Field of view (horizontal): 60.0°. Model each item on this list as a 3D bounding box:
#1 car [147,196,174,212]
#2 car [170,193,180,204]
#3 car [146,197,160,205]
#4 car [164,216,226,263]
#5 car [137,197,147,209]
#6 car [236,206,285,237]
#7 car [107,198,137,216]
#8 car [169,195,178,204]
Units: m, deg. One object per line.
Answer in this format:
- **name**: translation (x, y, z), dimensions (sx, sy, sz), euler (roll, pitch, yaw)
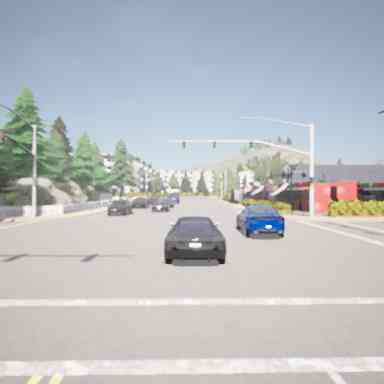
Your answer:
- **car**: translation (-3.590, 1.509, 38.818), dimensions (2.128, 1.511, 4.902), euler (0, 0, 0)
- **car**: translation (-3.513, 1.250, 64.856), dimensions (2.150, 2.045, 5.566), euler (0, 0, 0)
- **car**: translation (-7.047, 1.589, 60.619), dimensions (1.994, 1.385, 4.181), euler (0, 0, 1)
- **car**: translation (0.100, 1.555, 11.900), dimensions (1.994, 1.385, 4.181), euler (0, 0, 0)
- **car**: translation (-7.092, 1.498, 45.680), dimensions (1.882, 1.535, 5.008), euler (0, 0, 0)
- **car**: translation (3.596, 1.473, 18.085), dimensions (1.882, 1.535, 5.008), euler (0, 0, 0)
- **car**: translation (-7.101, 1.519, 33.150), dimensions (1.837, 1.490, 4.892), euler (0, 0, 0)
- **car**: translation (-3.579, 1.569, 48.646), dimensions (2.033, 1.411, 5.357), euler (0, 0, 0)
